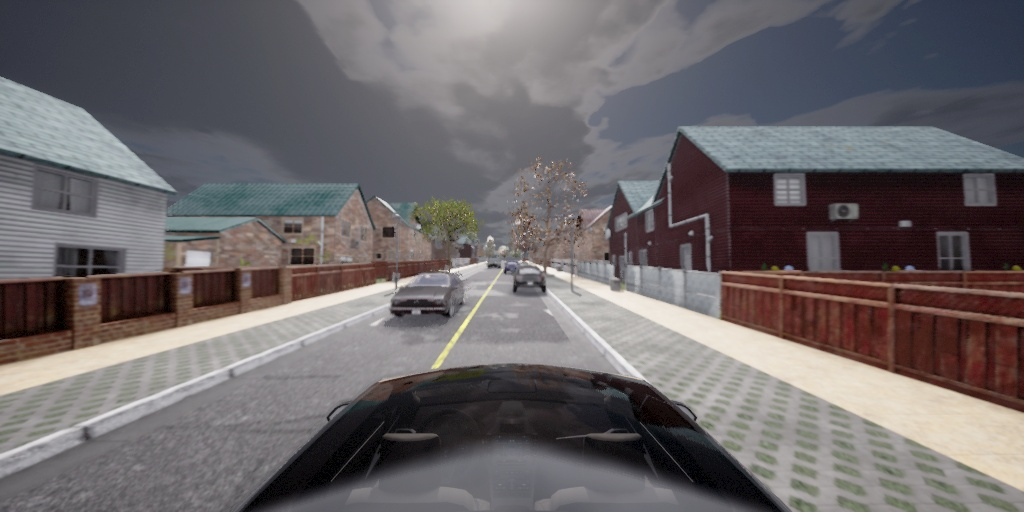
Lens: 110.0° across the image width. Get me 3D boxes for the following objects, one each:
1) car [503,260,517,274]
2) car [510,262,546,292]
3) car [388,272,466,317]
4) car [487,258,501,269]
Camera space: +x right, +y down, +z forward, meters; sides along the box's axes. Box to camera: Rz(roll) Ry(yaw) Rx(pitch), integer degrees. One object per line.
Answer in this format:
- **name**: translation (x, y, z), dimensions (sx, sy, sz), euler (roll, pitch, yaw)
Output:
- **car**: translation (0.014, 1.270, 41.963), dimensions (1.812, 1.442, 4.674), euler (0, 0, 0)
- **car**: translation (0.958, 1.271, 21.103), dimensions (1.812, 1.442, 4.674), euler (0, 0, 0)
- **car**: translation (-2.853, 1.294, 13.349), dimensions (2.033, 1.411, 5.357), euler (0, 0, 0)
- **car**: translation (-2.816, 1.098, 56.611), dimensions (2.097, 1.767, 4.553), euler (0, 0, 0)
